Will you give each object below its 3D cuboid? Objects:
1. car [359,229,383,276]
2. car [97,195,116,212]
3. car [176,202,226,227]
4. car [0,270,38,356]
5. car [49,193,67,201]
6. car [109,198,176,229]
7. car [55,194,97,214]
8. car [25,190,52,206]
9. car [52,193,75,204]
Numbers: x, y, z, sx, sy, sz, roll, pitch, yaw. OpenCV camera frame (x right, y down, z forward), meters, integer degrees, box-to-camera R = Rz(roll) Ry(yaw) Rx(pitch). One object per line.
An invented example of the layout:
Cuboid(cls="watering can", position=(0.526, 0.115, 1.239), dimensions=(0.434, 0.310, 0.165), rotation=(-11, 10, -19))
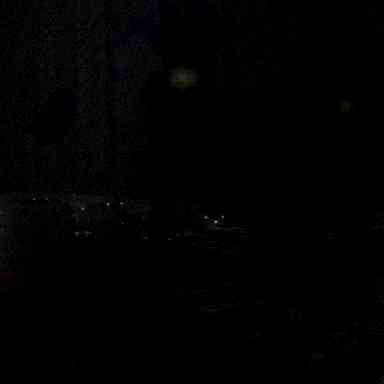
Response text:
Cuboid(cls="car", position=(6.565, 1.487, 7.777), dimensions=(2.128, 1.511, 4.902), rotation=(0, 0, -36))
Cuboid(cls="car", position=(-8.770, 1.113, 34.645), dimensions=(2.097, 1.767, 4.553), rotation=(-1, 1, -36))
Cuboid(cls="car", position=(-0.084, 1.428, 22.561), dimensions=(2.033, 1.411, 5.357), rotation=(-1, 1, -36))
Cuboid(cls="car", position=(-4.186, 1.545, 3.665), dimensions=(4.507, 1.381, 1.887), rotation=(0, -1, -36))
Cuboid(cls="car", position=(-26.123, 0.988, 64.677), dimensions=(2.033, 1.411, 5.357), rotation=(-1, 1, -36))
Cuboid(cls="car", position=(-3.375, 1.397, 21.575), dimensions=(1.882, 1.535, 5.008), rotation=(-1, 1, -36))
Cuboid(cls="car", position=(-11.604, 1.294, 33.026), dimensions=(2.128, 1.511, 4.902), rotation=(-1, 1, -36))
Cuboid(cls="car", position=(-22.208, 1.024, 47.927), dimensions=(2.097, 1.767, 4.553), rotation=(-1, 1, -36))
Cuboid(cls="car", position=(-19.551, 1.125, 49.801), dimensions=(1.882, 1.535, 5.008), rotation=(-1, 1, -36))
